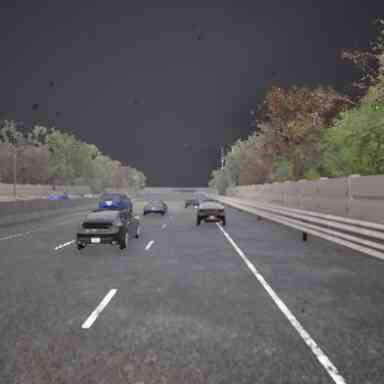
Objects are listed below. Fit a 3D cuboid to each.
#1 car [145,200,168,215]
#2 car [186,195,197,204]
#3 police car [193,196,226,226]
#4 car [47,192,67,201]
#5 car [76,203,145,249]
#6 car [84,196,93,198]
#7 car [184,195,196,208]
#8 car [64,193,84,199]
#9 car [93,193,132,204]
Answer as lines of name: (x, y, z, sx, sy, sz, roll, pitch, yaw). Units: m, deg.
car: (-3.402, 1.438, 31.724, 1.994, 1.385, 4.181, 0, 0, 0)
car: (-0.009, 1.294, 57.703, 1.837, 1.490, 4.892, 0, 0, 0)
police car: (1.221, 1.329, 22.919, 1.930, 1.638, 5.238, 0, 0, 0)
car: (-24.522, 0.999, 61.129, 2.150, 2.045, 5.566, 0, 0, 0)
car: (-3.402, 1.439, 14.158, 1.837, 1.490, 4.892, 0, 0, 0)
car: (-17.544, 1.344, 60.452, 1.994, 1.385, 4.181, 0, 0, 1)
car: (0.013, 1.339, 43.958, 1.837, 1.490, 4.892, 0, 0, 0)
car: (-21.033, 1.282, 60.905, 1.837, 1.490, 4.892, 0, 0, 1)
car: (-6.908, 1.099, 30.412, 2.150, 2.045, 5.566, 0, 0, 0)
